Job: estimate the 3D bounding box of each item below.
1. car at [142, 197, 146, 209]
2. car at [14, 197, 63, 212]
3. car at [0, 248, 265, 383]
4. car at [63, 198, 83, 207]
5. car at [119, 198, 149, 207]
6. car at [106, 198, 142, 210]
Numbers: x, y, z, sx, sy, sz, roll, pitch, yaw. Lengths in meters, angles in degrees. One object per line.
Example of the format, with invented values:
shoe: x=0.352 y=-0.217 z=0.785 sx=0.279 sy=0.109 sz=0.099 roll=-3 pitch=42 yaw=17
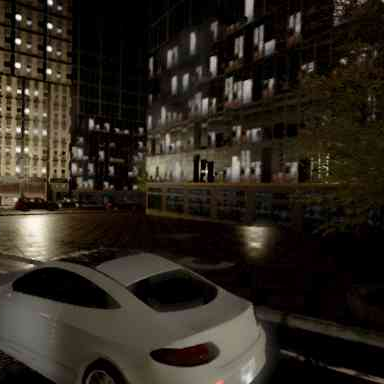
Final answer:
car: x=-5.422 y=1.756 z=51.328 sx=5.009 sy=1.841 sz=2.192 roll=1 pitch=1 yaw=-34
car: x=-19.458 y=1.616 z=41.725 sx=5.009 sy=1.841 sz=2.192 roll=1 pitch=1 yaw=-34
car: x=-1.343 y=1.521 z=4.521 sx=4.674 sy=1.442 sz=1.812 roll=0 pitch=0 yaw=36
car: x=-19.232 y=1.688 z=51.433 sx=4.403 sy=1.369 sz=2.008 roll=1 pitch=1 yaw=-34
car: x=-10.014 y=1.755 z=57.738 sx=4.829 sy=1.417 sz=1.752 roll=1 pitch=1 yaw=-34
car: x=-10.106 y=1.939 z=48.131 sx=4.507 sy=1.381 sz=1.887 roll=1 pitch=1 yaw=-34
